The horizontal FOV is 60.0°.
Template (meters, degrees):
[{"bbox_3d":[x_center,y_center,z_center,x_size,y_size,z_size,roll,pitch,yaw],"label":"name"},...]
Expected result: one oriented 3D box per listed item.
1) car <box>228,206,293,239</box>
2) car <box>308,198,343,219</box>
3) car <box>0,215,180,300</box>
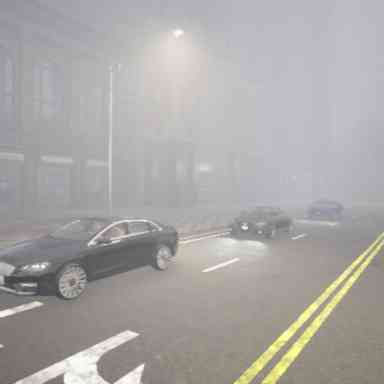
[{"bbox_3d":[3.485,1.402,16.430,1.994,1.385,4.181,1,1,35],"label":"car"},{"bbox_3d":[10.902,1.282,26.997,1.882,1.535,5.008,1,1,35],"label":"car"},{"bbox_3d":[-2.247,1.356,8.257,2.128,1.511,4.902,1,1,34],"label":"car"}]
